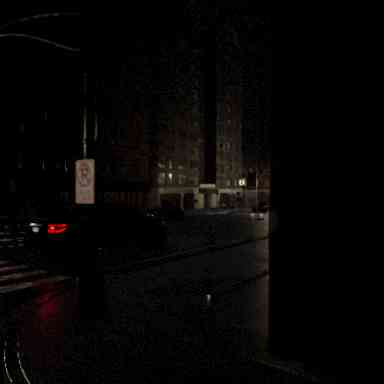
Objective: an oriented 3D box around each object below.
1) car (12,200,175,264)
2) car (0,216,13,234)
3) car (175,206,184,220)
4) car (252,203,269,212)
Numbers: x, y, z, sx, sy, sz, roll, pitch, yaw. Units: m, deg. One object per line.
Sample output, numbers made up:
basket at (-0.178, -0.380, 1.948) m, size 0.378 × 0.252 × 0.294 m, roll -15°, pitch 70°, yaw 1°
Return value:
car at (-3.325, 1.322, 12.598) m, size 2.150 × 2.045 × 5.566 m, roll 0°, pitch -1°, yaw 36°
car at (-9.612, 1.680, 19.973) m, size 1.895 × 1.301 × 4.718 m, roll 0°, pitch -1°, yaw 36°
car at (-2.527, 1.835, 29.844) m, size 1.994 × 1.385 × 4.181 m, roll 0°, pitch 0°, yaw 36°
car at (10.289, 2.217, 47.574) m, size 1.895 × 1.301 × 4.718 m, roll 0°, pitch -1°, yaw 36°
